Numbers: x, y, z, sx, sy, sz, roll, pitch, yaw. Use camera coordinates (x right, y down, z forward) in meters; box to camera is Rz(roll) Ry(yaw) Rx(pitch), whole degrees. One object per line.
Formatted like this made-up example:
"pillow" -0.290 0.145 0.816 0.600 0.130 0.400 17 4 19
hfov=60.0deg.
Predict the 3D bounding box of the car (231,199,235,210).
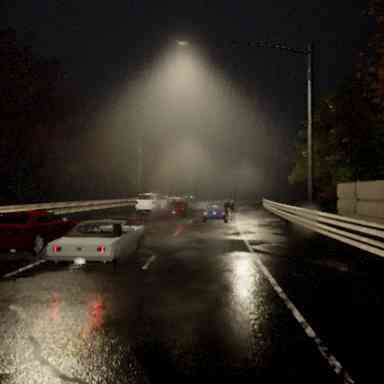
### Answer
"car" 4.525 1.574 42.792 1.895 1.301 4.718 0 0 11

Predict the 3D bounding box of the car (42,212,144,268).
"car" -2.928 1.596 11.313 1.895 1.301 4.718 0 0 3

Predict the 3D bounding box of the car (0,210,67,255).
"car" -6.295 1.472 13.311 1.882 1.535 5.008 0 0 4

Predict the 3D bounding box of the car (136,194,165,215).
"car" -4.048 1.186 34.198 2.150 2.045 5.566 0 0 8

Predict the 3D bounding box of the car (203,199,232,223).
"car" 1.866 1.530 25.665 2.033 1.411 5.357 0 0 7

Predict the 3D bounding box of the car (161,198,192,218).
"car" -1.173 1.502 29.538 1.812 1.442 4.674 0 0 7
